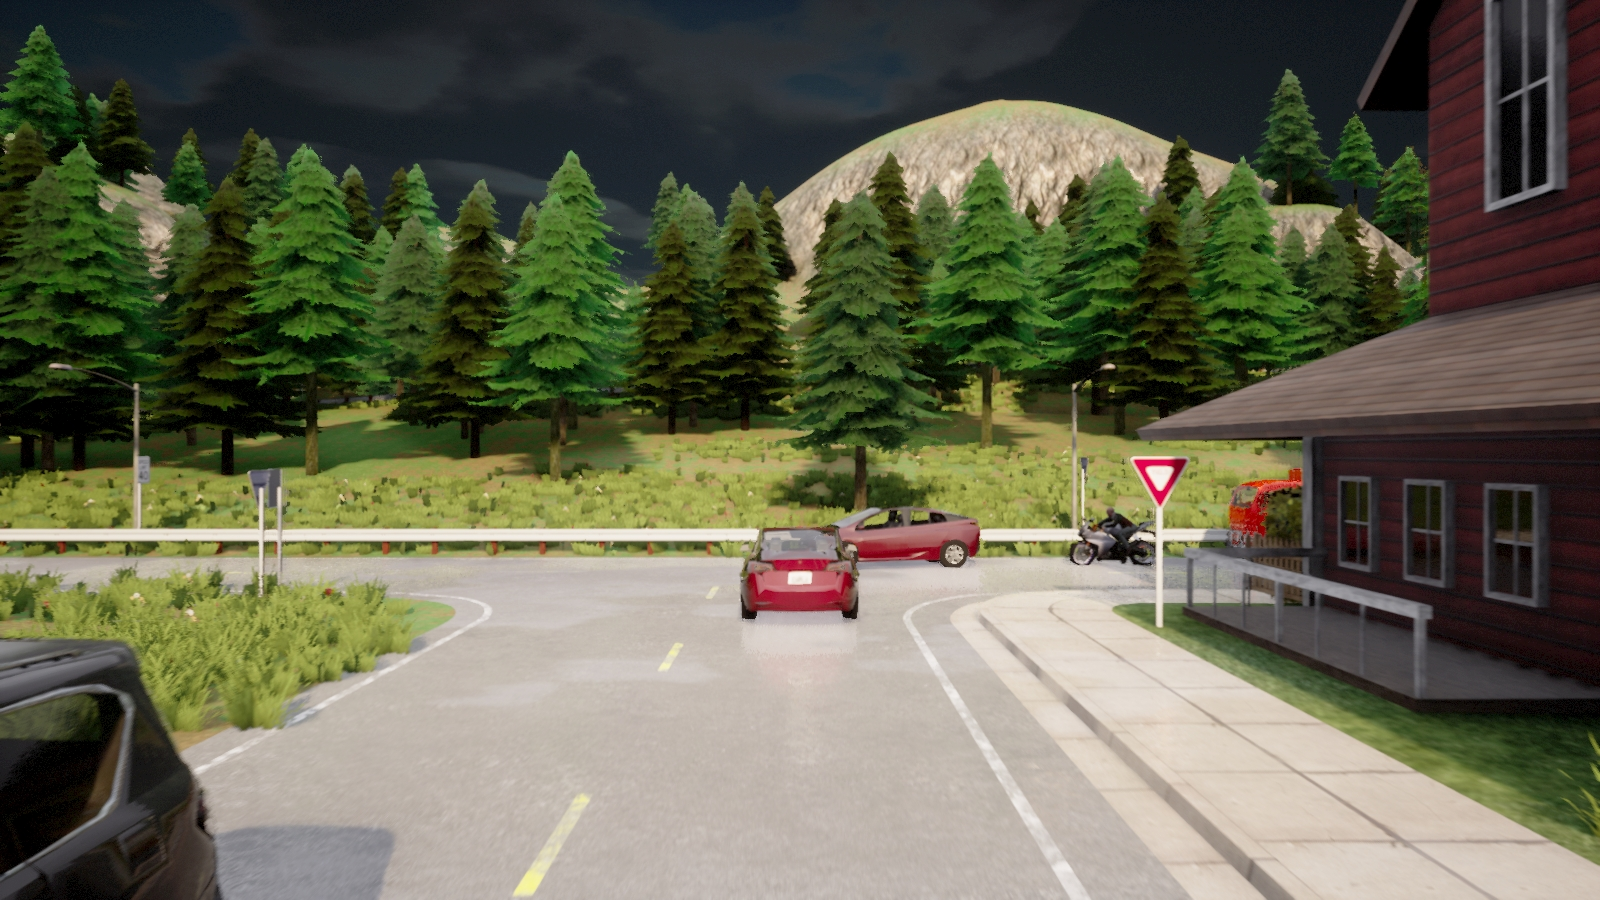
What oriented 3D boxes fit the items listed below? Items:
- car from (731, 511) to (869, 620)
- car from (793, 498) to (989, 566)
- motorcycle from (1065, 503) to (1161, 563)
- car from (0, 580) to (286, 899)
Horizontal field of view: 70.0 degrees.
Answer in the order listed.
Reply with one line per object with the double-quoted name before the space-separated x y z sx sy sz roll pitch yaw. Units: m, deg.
"car" -0.021 1.933 20.250 2.163 1.488 4.792 0 0 -1
"car" 2.237 2.019 28.612 4.514 1.525 2.007 0 0 -11
"motorcycle" 7.978 2.101 29.152 2.209 1.460 0.867 0 0 0
"car" -3.524 1.640 2.684 2.150 2.045 5.566 0 0 0
